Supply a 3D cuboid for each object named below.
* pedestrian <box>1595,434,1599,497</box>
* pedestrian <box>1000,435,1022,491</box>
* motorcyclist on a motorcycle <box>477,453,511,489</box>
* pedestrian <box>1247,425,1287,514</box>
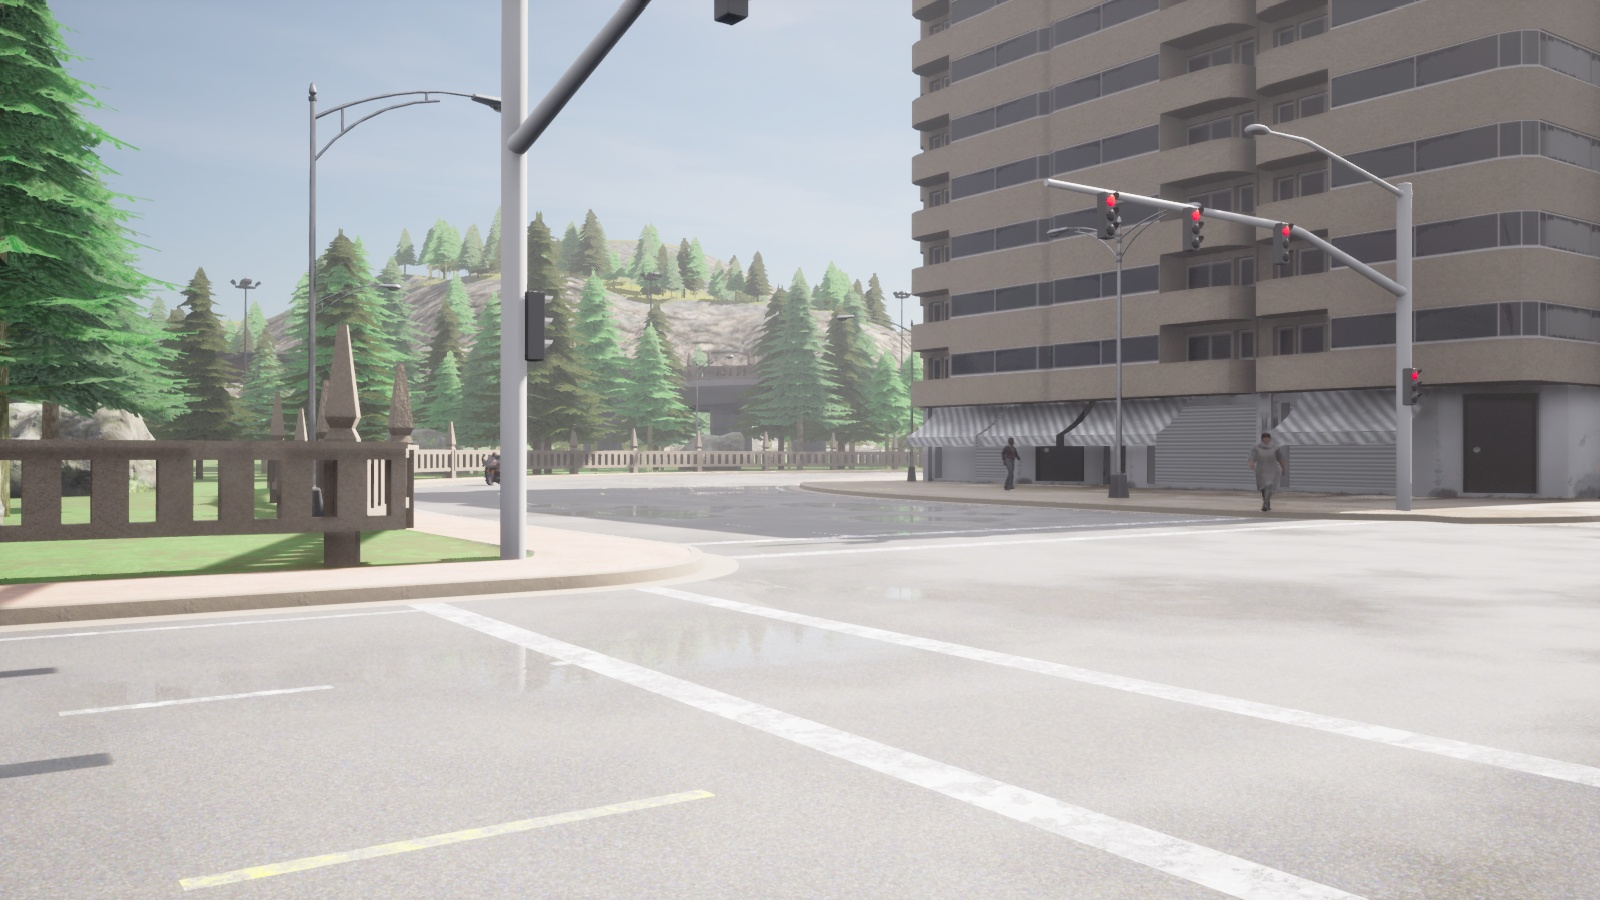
[{"bbox_3d":[23.589,0.443,36.684,0.594,1.836,0.345,0,0,-29],"label":"pedestrian"},{"bbox_3d":[7.288,0.441,43.395,0.402,1.930,0.666,0,0,-34],"label":"pedestrian"},{"bbox_3d":[-13.159,0.885,54.064,0.866,1.530,2.191,0,0,2],"label":"motorcyclist on a motorcycle"},{"bbox_3d":[10.430,0.431,28.059,0.659,1.952,0.873,0,0,33],"label":"pedestrian"}]
